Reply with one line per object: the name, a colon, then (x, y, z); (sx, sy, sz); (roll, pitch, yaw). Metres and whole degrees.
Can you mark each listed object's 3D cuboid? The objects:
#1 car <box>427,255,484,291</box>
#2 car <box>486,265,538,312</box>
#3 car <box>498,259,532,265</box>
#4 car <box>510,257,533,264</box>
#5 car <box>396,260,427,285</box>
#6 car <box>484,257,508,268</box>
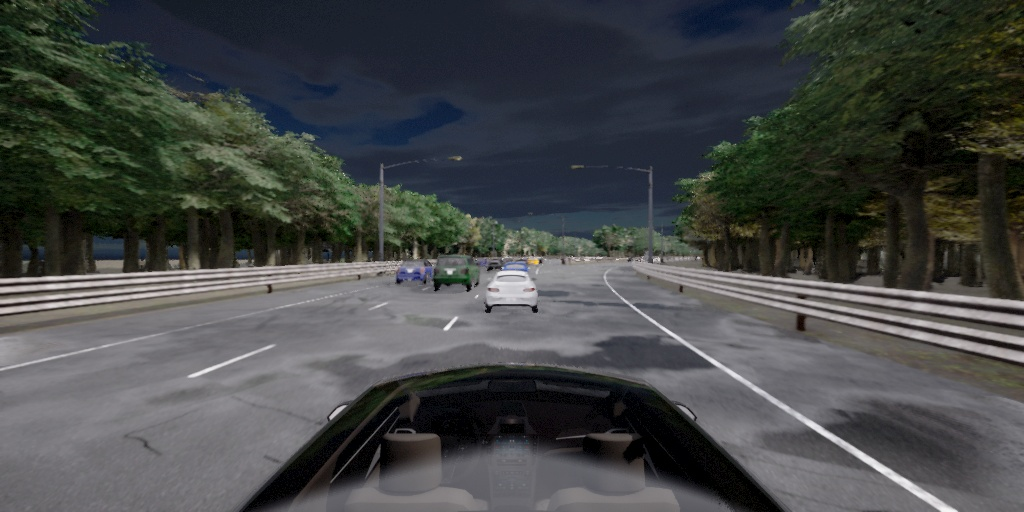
car: (-3.247, 0.950, 21.801); (2.150, 2.045, 5.566); (0, 0, 2)
car: (0.002, 1.270, 14.052); (1.812, 1.442, 4.674); (0, 0, 1)
car: (0.271, 1.204, 25.542); (1.882, 1.535, 5.008); (0, 0, 2)
car: (1.126, 1.187, 41.277); (1.837, 1.490, 4.892); (0, 0, 4)
car: (-6.654, 1.043, 25.863); (2.097, 1.767, 4.553); (0, 0, 2)
car: (-1.942, 1.172, 45.543); (1.837, 1.490, 4.892); (0, 1, 5)
